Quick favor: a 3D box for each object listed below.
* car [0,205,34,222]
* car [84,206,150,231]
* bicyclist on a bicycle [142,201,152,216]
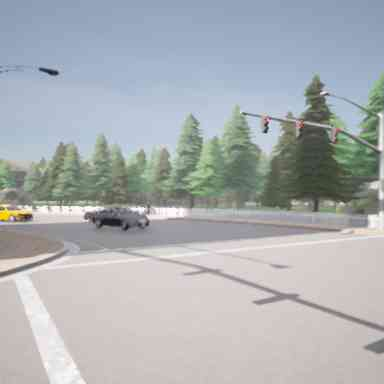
[{"bbox_3d":[-16.970,1.940,30.714,5.008,1.535,1.882,1,-1,20],"label":"car"},{"bbox_3d":[-5.017,1.837,23.248,4.902,1.511,2.128,-1,-1,40],"label":"car"},{"bbox_3d":[-5.034,1.883,37.237,0.582,1.620,1.656,-1,-1,31],"label":"bicyclist on a bicycle"}]
